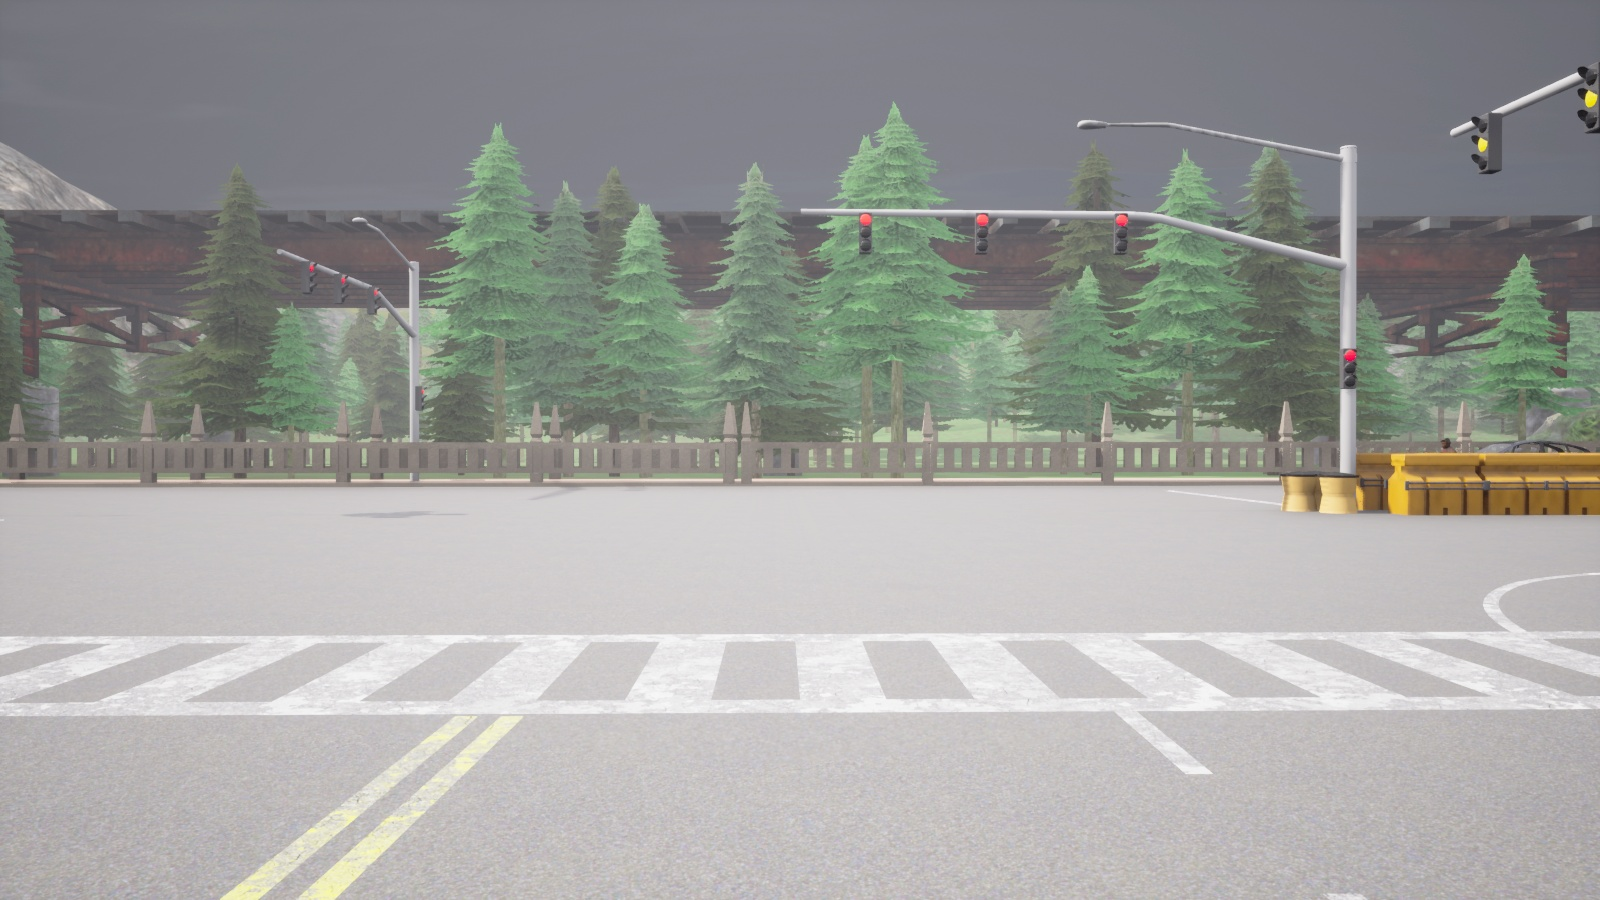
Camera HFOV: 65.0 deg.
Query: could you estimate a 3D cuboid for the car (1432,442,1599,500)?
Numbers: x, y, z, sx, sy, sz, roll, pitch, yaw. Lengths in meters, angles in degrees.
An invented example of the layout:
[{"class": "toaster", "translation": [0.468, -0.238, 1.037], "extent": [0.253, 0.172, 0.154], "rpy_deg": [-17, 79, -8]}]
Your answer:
[{"class": "car", "translation": [19.571, 0.547, 34.279], "extent": [3.705, 1.549, 1.789], "rpy_deg": [0, 0, -1]}]
